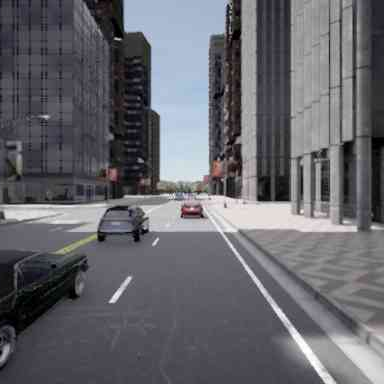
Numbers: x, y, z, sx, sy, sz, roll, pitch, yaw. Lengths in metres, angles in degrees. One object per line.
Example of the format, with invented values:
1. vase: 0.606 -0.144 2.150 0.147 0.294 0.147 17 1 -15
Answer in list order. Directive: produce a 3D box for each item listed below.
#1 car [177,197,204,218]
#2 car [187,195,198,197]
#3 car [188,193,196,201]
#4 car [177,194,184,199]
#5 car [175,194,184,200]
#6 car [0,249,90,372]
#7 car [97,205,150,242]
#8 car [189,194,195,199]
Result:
1. car: 0.012 1.468 30.053 2.163 1.488 4.792 0 0 0
2. car: 0.103 1.464 46.398 1.812 1.442 4.674 0 0 0
3. car: 0.003 1.180 82.688 2.097 1.767 4.553 0 0 0
4. car: -3.246 1.273 93.207 1.895 1.301 4.718 0 0 0
5. car: -3.247 1.420 82.749 1.895 1.301 4.718 0 0 0
6. car: -3.249 1.597 5.503 1.895 1.301 4.718 0 0 0
7. car: -3.249 1.417 16.473 2.033 1.649 4.856 0 0 0
8. car: 0.004 1.202 93.191 1.812 1.442 4.674 0 0 0
